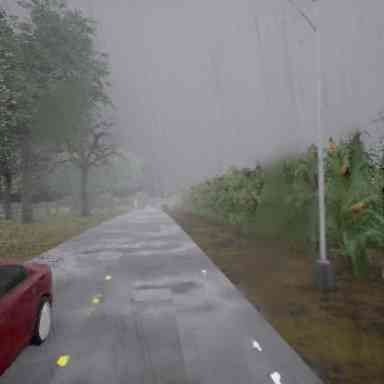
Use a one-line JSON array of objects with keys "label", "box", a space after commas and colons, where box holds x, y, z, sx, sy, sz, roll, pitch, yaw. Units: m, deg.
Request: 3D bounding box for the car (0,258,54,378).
[{"label": "car", "box": [-3.075, 1.585, 3.687, 1.882, 1.535, 5.008, -1, -1, -7]}]
